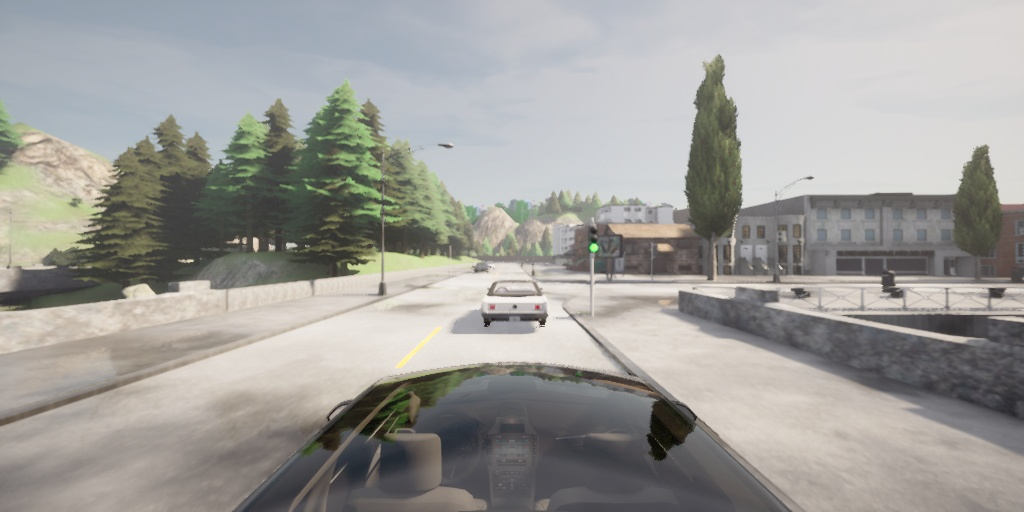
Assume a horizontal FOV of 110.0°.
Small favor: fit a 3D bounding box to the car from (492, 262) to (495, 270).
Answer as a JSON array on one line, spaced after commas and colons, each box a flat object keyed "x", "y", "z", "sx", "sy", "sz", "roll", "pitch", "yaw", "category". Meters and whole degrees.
[{"x": -4.049, "y": 1.730, "z": 64.308, "sx": 1.812, "sy": 1.442, "sz": 4.674, "roll": 0, "pitch": 0, "yaw": 1, "category": "car"}]

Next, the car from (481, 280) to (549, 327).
[{"x": 0.090, "y": 1.425, "z": 11.876, "sx": 1.895, "sy": 1.301, "sz": 4.718, "roll": 0, "pitch": 0, "yaw": 0, "category": "car"}]

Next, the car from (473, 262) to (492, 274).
[{"x": -4.095, "y": 1.593, "z": 48.445, "sx": 1.837, "sy": 1.490, "sz": 4.892, "roll": 0, "pitch": 0, "yaw": 0, "category": "car"}]
